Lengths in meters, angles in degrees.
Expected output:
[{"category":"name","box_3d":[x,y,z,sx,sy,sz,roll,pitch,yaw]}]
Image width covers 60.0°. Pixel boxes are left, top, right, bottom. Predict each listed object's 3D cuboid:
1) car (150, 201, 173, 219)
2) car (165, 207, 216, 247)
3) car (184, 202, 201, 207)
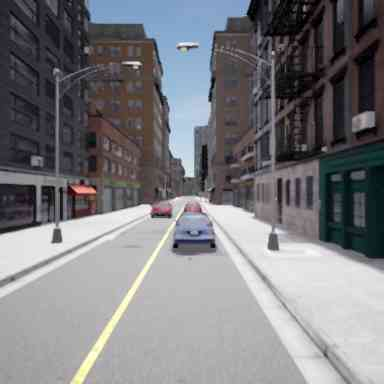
[{"category":"car","box_3d":[-2.754,1.634,31.359,1.882,1.535,5.008,0,0,0]},{"category":"car","box_3d":[0.095,1.627,15.376,2.033,1.411,5.357,0,0,0]},{"category":"car","box_3d":[0.093,1.747,37.289,1.994,1.385,4.181,0,0,0]}]
